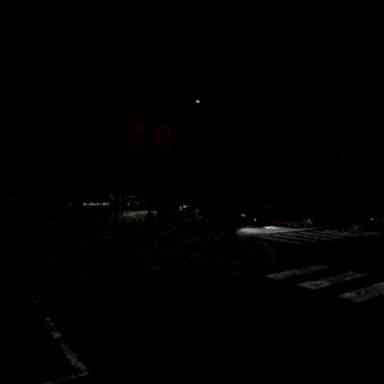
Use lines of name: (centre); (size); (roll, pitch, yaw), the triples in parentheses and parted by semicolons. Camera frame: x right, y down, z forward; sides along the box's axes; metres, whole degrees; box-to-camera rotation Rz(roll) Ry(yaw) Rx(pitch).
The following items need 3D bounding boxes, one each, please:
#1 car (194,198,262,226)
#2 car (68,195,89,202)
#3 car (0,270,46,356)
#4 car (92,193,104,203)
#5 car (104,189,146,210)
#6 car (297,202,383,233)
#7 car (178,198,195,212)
car: (2.389, 1.300, 21.497); (1.812, 1.442, 4.674); (0, 1, -35)
car: (-16.621, 0.812, 48.578); (1.895, 1.301, 4.718); (0, 1, -35)
car: (-4.058, 1.547, 3.759); (4.403, 1.369, 2.008); (0, 0, -35)
car: (-13.123, 0.853, 49.233); (1.895, 1.301, 4.718); (0, 1, -35)
car: (-6.819, 0.719, 34.558); (2.150, 2.045, 5.566); (0, 0, -35)
car: (8.465, 1.381, 19.115); (2.128, 1.511, 4.902); (0, 1, -40)
car: (0.513, 1.216, 29.788); (1.994, 1.385, 4.181); (0, 1, -35)
